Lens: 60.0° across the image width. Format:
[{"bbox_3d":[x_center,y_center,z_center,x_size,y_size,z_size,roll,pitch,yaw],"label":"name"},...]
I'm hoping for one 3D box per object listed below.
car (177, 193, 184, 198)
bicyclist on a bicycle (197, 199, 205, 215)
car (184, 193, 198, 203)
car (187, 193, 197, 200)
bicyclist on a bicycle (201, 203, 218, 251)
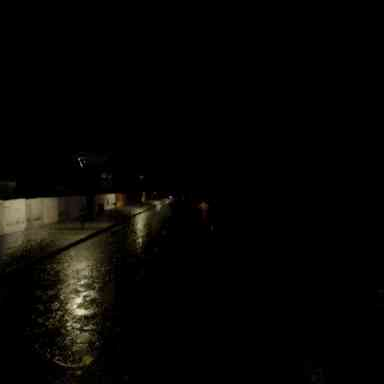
[{"bbox_3d":[-2.845,0.903,85.621,1.895,1.301,4.718,0,0,0],"label":"car"},{"bbox_3d":[0.749,1.253,21.055,0.866,1.612,1.509,0,0,0],"label":"bicyclist on a bicycle"},{"bbox_3d":[0.025,1.058,56.095,1.812,1.442,4.674,0,1,0],"label":"car"},{"bbox_3d":[-0.082,0.923,73.676,2.128,1.511,4.902,0,0,0],"label":"car"},{"bbox_3d":[0.742,1.342,12.602,0.582,1.620,1.656,0,0,0],"label":"bicyclist on a bicycle"}]
